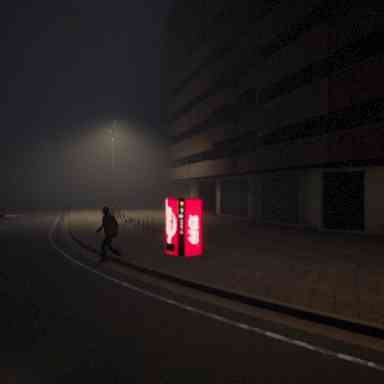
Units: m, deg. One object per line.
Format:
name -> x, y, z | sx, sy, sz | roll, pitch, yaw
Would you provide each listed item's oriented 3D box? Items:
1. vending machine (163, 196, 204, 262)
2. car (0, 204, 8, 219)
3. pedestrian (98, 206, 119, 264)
vending machine -> -0.286, 1.183, 11.317 | 1.100, 2.100, 0.880 | 0, 0, -39
car -> -16.232, 1.470, 26.631 | 1.812, 1.442, 4.674 | 0, 0, -20
pedestrian -> -2.628, 1.278, 10.459 | 0.375, 1.860, 0.375 | 0, 0, -37
